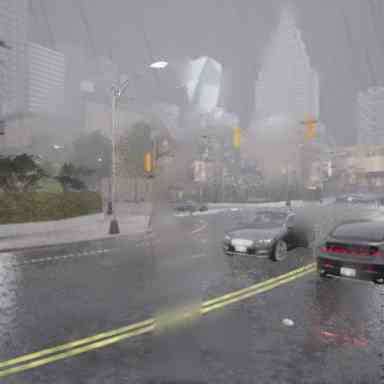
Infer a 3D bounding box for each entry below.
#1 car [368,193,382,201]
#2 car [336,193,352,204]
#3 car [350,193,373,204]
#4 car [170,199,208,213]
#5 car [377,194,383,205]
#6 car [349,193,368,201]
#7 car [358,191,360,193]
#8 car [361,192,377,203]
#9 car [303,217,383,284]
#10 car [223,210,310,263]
[{"bbox_3d":[37.372,1.047,67.874,2.128,1.511,4.902,0,0,34],"label":"car"},{"bbox_3d":[25.245,1.136,55.295,2.097,1.535,5.008,0,0,34],"label":"car"},{"bbox_3d":[26.759,1.214,52.372,1.994,1.385,4.181,0,0,34],"label":"car"},{"bbox_3d":[-0.335,1.488,35.485,4.181,1.385,1.994,0,0,37],"label":"car"},{"bbox_3d":[29.928,1.227,50.804,1.895,1.301,4.718,0,0,34],"label":"car"},{"bbox_3d":[34.875,1.021,69.547,2.231,1.521,4.892,0,0,44],"label":"car"},{"bbox_3d":[28.758,0.968,60.675,2.185,1.767,4.553,0,0,34],"label":"car"},{"bbox_3d":[31.653,1.084,59.521,2.128,1.511,4.902,0,0,34],"label":"car"},{"bbox_3d":[4.975,1.444,9.006,1.837,1.490,4.892,0,1,41],"label":"car"},{"bbox_3d":[2.950,1.438,12.024,2.128,1.511,4.902,0,1,37],"label":"car"}]
